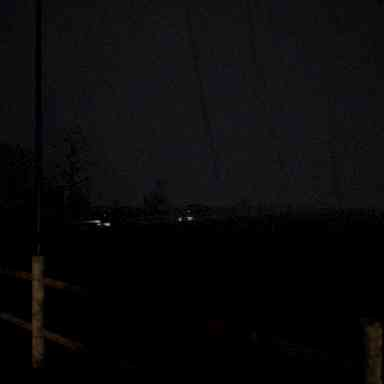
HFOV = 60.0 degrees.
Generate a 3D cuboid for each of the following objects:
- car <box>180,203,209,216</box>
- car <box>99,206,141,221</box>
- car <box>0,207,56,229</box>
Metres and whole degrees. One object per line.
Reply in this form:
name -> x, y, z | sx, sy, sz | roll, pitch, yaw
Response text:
car -> 0.417, 2.265, 42.925 | 1.837, 1.490, 4.892 | 1, 0, 36
car -> -7.001, 2.057, 32.559 | 1.994, 1.385, 4.181 | 1, -1, 35
car -> -12.803, 1.828, 24.441 | 2.033, 1.411, 5.357 | 1, -1, 35
